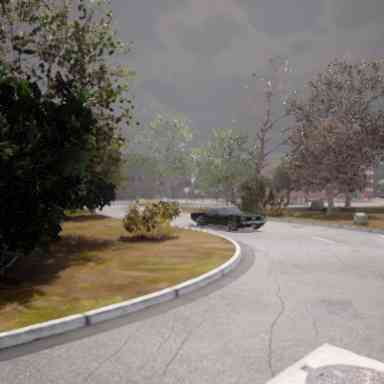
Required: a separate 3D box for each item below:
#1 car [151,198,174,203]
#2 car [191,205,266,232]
[{"bbox_3d":[-2.899,1.316,33.543,2.128,1.511,4.902,0,0,-21],"label":"car"},{"bbox_3d":[1.979,1.453,19.078,1.895,1.301,4.718,0,0,-34],"label":"car"}]
